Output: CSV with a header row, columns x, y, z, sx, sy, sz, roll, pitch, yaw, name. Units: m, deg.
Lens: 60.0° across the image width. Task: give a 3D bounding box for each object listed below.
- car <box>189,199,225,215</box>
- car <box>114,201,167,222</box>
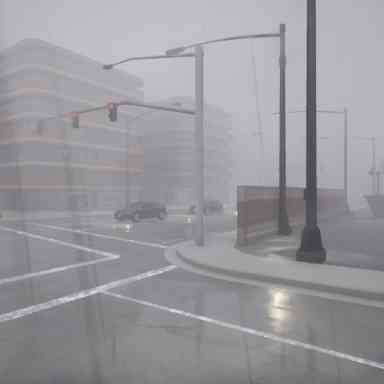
x,y,z,sx,sy,sz,roll,pitch,yaw,name
1.627,1.505,34.444,1.837,1.490,4.892,0,0,35,car
-3.961,1.505,26.320,1.837,1.490,4.892,0,0,35,car
